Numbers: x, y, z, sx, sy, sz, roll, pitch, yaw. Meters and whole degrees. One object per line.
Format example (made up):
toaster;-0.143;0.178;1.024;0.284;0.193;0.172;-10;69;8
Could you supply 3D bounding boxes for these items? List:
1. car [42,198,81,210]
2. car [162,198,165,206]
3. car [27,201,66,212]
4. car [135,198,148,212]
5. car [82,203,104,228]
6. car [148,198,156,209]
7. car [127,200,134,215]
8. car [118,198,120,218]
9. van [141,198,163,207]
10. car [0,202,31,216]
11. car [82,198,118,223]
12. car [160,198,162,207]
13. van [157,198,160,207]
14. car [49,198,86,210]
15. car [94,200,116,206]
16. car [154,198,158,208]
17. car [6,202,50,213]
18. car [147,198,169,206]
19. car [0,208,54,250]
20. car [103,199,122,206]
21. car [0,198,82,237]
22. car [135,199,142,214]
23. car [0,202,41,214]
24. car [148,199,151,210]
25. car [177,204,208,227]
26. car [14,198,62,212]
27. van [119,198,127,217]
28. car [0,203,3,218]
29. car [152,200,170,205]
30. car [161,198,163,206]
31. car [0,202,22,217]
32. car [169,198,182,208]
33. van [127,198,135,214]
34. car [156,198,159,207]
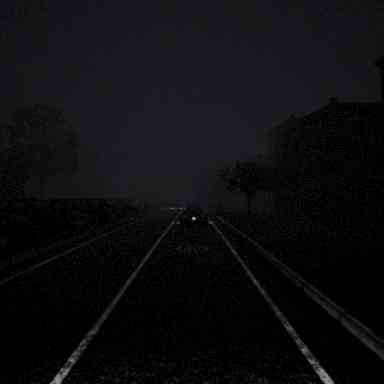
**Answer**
car;-21.857;1.996;55.746;5.566;2.045;2.435;0;-1;0
car;-8.803;2.531;69.980;5.008;1.535;2.097;0;-1;0
car;-21.881;2.142;50.174;5.008;1.535;2.097;0;-1;0
car;-8.834;1.747;41.960;5.566;2.045;2.435;0;-1;0
car;-8.822;1.679;22.334;4.892;1.521;2.231;0;-1;0
car;-8.801;2.197;53.167;5.008;1.535;2.097;0;-1;0
car;-8.800;1.859;33.547;4.892;1.521;2.231;0;-1;0
car;-8.778;1.639;27.941;4.553;1.767;2.185;0;-1;0
van;-8.692;2.361;72.787;4.442;1.987;1.878;0;-1;0
car;-21.880;1.950;39.036;5.008;1.535;2.097;0;-1;0
car;-8.840;1.470;25.143;5.566;2.045;2.435;0;-1;0
car;-8.778;2.449;64.374;4.792;1.488;2.163;0;-1;0
van;-8.691;2.138;61.576;4.442;1.987;1.878;0;-1;0
car;-21.858;2.049;58.407;5.566;2.045;2.435;0;-1;0
car;-21.895;2.804;83.621;4.892;1.521;2.231;0;-1;0
car;-8.992;2.249;55.966;5.366;1.575;1.946;0;-1;0
car;-21.914;2.073;44.605;4.792;1.488;2.163;0;-1;0
car;-8.781;2.615;86.801;5.566;2.045;2.435;0;-1;0
car;-8.824;1.574;13.930;4.892;1.521;2.231;0;-1;0
car;-21.920;2.843;91.949;4.553;1.767;2.185;0;-1;0
car;-8.853;1.354;16.733;5.566;2.045;2.435;0;-1;0
car;-8.800;1.952;39.152;5.008;1.535;2.097;0;-1;0
car;-21.856;2.026;41.820;4.792;1.488;2.163;0;-1;0
car;-8.777;2.124;47.559;4.792;1.488;2.163;0;-1;0
car;0.131;1.810;24.666;1.994;1.385;4.181;0;-1;0
car;-21.858;1.840;47.392;5.566;2.045;2.435;0;-1;0
van;-8.691;1.586;30.747;4.442;1.987;1.878;0;-1;0
car;-21.884;1.897;33.464;4.674;1.452;2.002;0;-1;0
car;-8.804;3.035;95.204;4.892;1.521;2.231;0;-1;0
car;-8.779;2.505;67.177;4.792;1.488;2.163;0;-1;0
car;-21.700;1.900;36.250;5.366;1.575;1.946;0;-1;0
car;-3.161;2.508;69.079;1.882;1.535;5.008;0;-1;0
van;-8.922;1.679;36.353;4.442;1.987;1.878;0;-1;0
car;-8.836;2.337;58.768;4.792;1.488;2.163;0;-1;0
